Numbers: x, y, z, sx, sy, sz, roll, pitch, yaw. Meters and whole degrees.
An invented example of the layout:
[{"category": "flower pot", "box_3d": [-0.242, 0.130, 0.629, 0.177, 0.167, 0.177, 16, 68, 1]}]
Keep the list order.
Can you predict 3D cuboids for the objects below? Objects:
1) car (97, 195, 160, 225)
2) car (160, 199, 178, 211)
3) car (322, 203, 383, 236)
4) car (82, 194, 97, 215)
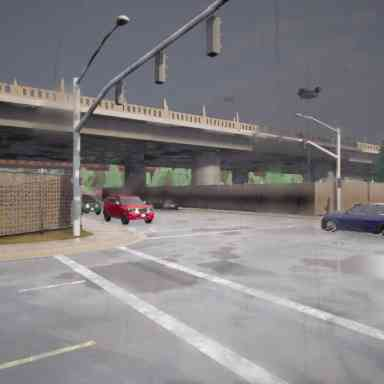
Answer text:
[{"category": "car", "box_3d": [-4.981, 1.278, 25.374, 2.150, 2.045, 5.566, 0, 0, -36]}, {"category": "car", "box_3d": [-3.499, 1.619, 41.687, 1.994, 1.385, 4.181, 0, 0, -36]}, {"category": "car", "box_3d": [9.311, 1.376, 17.776, 2.097, 1.767, 4.553, 0, 0, -36]}, {"category": "car", "box_3d": [-11.105, 1.277, 33.930, 2.150, 2.045, 5.566, 0, 0, -36]}]
